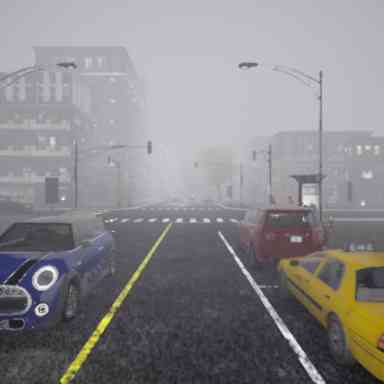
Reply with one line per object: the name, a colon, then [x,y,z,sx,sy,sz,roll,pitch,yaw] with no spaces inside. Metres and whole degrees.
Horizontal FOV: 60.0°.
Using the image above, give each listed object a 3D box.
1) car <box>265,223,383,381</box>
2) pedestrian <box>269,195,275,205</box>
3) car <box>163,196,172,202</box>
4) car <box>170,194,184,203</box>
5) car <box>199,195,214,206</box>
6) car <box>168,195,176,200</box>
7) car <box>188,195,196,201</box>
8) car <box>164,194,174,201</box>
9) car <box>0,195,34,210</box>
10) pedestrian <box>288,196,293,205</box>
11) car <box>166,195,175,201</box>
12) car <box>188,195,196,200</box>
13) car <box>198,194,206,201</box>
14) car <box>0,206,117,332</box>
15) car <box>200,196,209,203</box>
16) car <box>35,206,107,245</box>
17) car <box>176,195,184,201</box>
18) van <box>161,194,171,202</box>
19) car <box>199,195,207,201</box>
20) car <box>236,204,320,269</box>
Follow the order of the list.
car: [2.691,1.521,5.597,1.752,1.417,4.829,0,0,0]
pedestrian: [6.138,1.122,25.510,0.375,1.860,0.375,0,0,0]
car: [-5.683,1.591,77.247,1.802,1.307,4.206,0,0,0]
car: [-2.993,1.595,67.979,1.895,1.301,4.718,0,0,0]
car: [2.695,1.538,54.458,2.008,1.369,4.403,0,0,0]
car: [-5.682,1.589,94.337,2.008,1.369,4.403,0,0,0]
car: [0.009,1.562,81.640,1.994,1.385,4.181,0,0,0]
car: [-5.683,1.332,82.944,2.192,1.841,5.009,0,0,0]
car: [-17.270,1.239,30.742,5.009,1.841,2.192,0,0,0]
pedestrian: [7.137,1.163,24.310,0.375,1.860,0.375,0,0,0]
car: [-5.682,1.593,88.641,1.947,1.339,4.313,0,0,0]
car: [0.010,1.485,91.647,2.033,1.411,5.357,0,0,0]
car: [2.698,1.468,88.639,1.967,1.590,4.097,0,0,0]
car: [-3.092,1.346,7.113,2.097,1.767,4.553,0,0,0]
car: [2.697,1.584,71.548,1.802,1.307,4.206,0,0,0]
car: [-5.689,1.512,16.338,1.752,1.417,4.829,0,0,0]
car: [-2.991,1.412,84.367,2.033,1.411,5.357,0,0,0]
van: [-5.684,1.343,71.551,1.690,1.788,3.998,0,0,0]
car: [2.698,1.569,82.942,2.008,1.369,4.403,0,0,0]
car: [2.692,1.307,10.966,2.192,1.841,5.009,0,0,0]
